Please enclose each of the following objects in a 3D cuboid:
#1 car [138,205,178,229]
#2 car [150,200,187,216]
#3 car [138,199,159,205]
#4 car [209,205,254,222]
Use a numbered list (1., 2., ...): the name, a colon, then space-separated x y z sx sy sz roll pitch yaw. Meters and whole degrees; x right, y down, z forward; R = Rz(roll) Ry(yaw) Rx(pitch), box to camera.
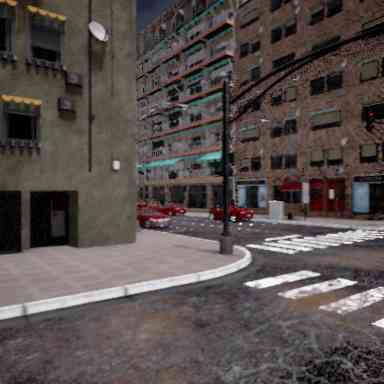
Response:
1. car: -3.100 1.822 23.837 1.802 1.307 4.206 -1 0 -36
2. car: -2.328 1.888 36.175 1.887 1.381 4.507 -1 0 -36
3. car: -5.647 1.728 40.768 2.192 1.841 5.009 -1 0 -36
4. car: 3.261 1.772 28.430 1.887 1.381 4.507 -1 0 -36
